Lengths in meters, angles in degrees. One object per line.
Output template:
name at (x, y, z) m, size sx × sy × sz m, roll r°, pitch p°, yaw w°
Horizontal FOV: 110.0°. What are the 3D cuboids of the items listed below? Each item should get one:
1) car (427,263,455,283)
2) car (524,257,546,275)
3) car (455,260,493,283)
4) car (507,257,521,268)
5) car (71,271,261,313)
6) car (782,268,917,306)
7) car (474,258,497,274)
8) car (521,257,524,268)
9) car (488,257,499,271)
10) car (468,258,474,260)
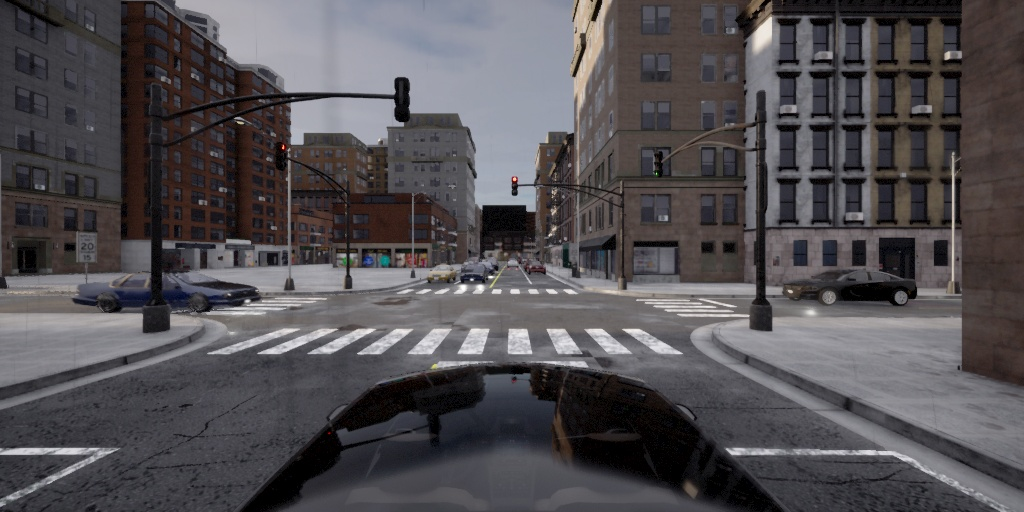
car at (-5.379, 1.276, 27.901) m, size 1.751 × 1.417 × 4.829 m, roll 0°, pitch 0°, yaw 0°
car at (2.650, 1.191, 39.391) m, size 1.967 × 1.591 × 4.097 m, roll 0°, pitch 0°, yaw 0°
car at (-2.840, 1.298, 28.153) m, size 2.033 × 1.411 × 5.357 m, roll 0°, pitch 0°, yaw 0°
car at (0.124, 1.279, 61.892) m, size 1.812 × 1.442 × 4.674 m, roll 0°, pitch 0°, yaw 0°
car at (-12.291, 1.242, 12.958) m, size 5.357 × 1.411 × 2.033 m, roll 0°, pitch 0°, yaw -2°
car at (14.777, 1.310, 15.858) m, size 5.008 × 1.535 × 1.882 m, roll 0°, pitch 0°, yaw -1°
car at (-2.839, 1.277, 38.204) m, size 1.812 × 1.442 × 4.674 m, roll 0°, pitch 0°, yaw 0°
car at (2.652, 1.066, 45.054) m, size 2.192 × 1.841 × 5.009 m, roll 0°, pitch 0°, yaw 0°
car at (-2.818, 1.230, 48.694) m, size 1.882 × 1.535 × 5.008 m, roll 0°, pitch 0°, yaw 0°
car at (-5.373, 1.302, 45.057) m, size 2.007 × 1.370 × 4.403 m, roll 0°, pitch 0°, yaw 0°
